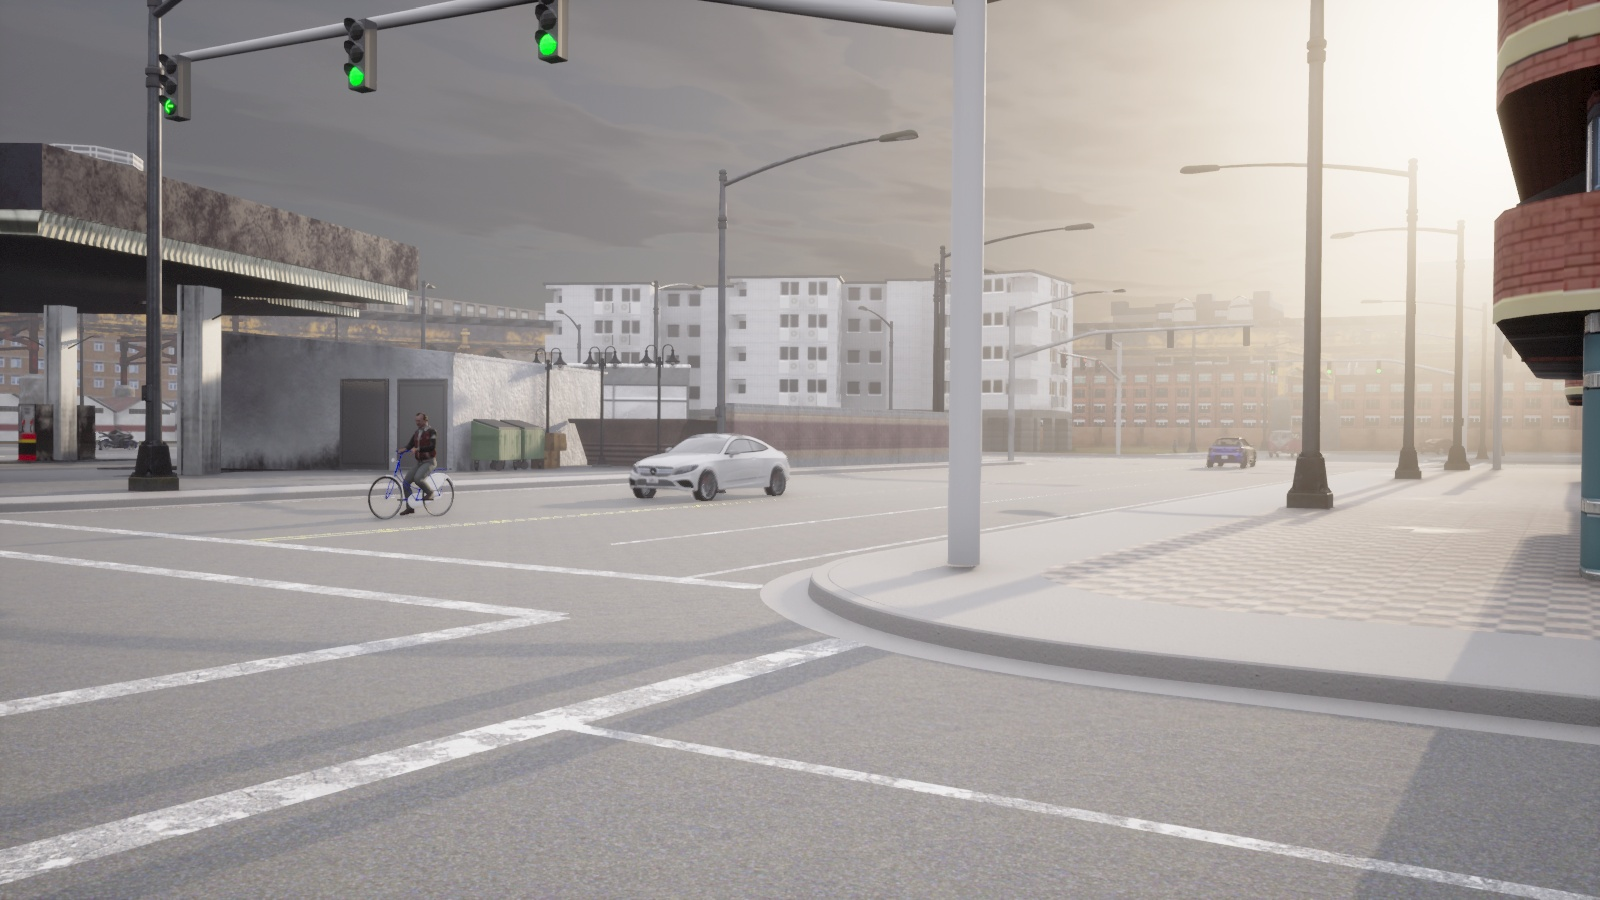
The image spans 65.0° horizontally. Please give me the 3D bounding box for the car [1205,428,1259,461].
[{"bbox_3d":[20.682,-0.277,60.005,1.816,1.474,4.193,0,1,28],"label":"car"}]

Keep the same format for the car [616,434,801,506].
[{"bbox_3d":[-1.957,0.388,28.371,1.812,1.442,4.674,0,1,31],"label":"car"}]

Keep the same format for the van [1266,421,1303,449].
[{"bbox_3d":[35.150,-1.077,91.048,1.775,1.987,4.442,0,1,31],"label":"van"}]

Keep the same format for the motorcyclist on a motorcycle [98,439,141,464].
[{"bbox_3d":[-42.675,0.078,78.765,2.191,1.530,0.866,-1,1,-44],"label":"motorcyclist on a motorcycle"}]

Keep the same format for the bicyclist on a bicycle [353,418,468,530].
[{"bbox_3d":[-6.427,0.376,20.822,0.659,1.776,1.843,0,1,31],"label":"bicyclist on a bicycle"}]
